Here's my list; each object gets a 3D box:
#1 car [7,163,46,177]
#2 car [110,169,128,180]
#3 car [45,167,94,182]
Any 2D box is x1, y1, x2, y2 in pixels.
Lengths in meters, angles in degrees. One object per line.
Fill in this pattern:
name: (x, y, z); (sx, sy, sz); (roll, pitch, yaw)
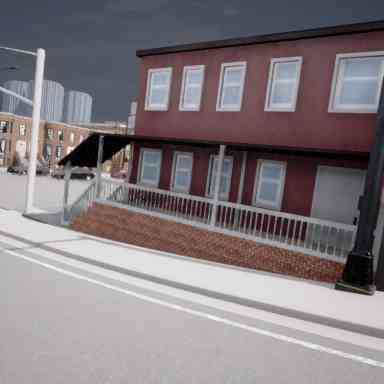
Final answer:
car: (-18.041, -2.500, 36.758); (1.994, 1.385, 4.181); (10, 6, 35)
car: (-9.706, -2.528, 48.293); (1.812, 1.442, 4.674); (10, 6, 36)
car: (-13.340, -2.041, 37.337); (1.837, 1.490, 4.892); (10, 7, 36)
